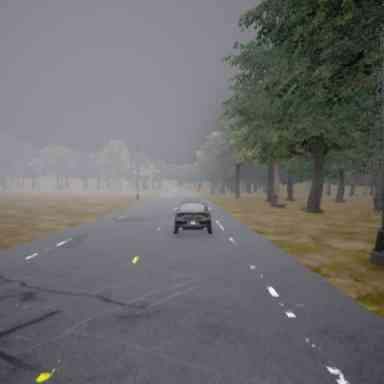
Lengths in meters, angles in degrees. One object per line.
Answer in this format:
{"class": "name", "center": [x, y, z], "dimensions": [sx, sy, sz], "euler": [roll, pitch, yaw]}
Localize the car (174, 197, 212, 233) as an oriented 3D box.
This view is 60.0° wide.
{"class": "car", "center": [0.038, 1.248, 17.922], "dimensions": [1.882, 1.535, 5.008], "euler": [0, 1, 0]}
